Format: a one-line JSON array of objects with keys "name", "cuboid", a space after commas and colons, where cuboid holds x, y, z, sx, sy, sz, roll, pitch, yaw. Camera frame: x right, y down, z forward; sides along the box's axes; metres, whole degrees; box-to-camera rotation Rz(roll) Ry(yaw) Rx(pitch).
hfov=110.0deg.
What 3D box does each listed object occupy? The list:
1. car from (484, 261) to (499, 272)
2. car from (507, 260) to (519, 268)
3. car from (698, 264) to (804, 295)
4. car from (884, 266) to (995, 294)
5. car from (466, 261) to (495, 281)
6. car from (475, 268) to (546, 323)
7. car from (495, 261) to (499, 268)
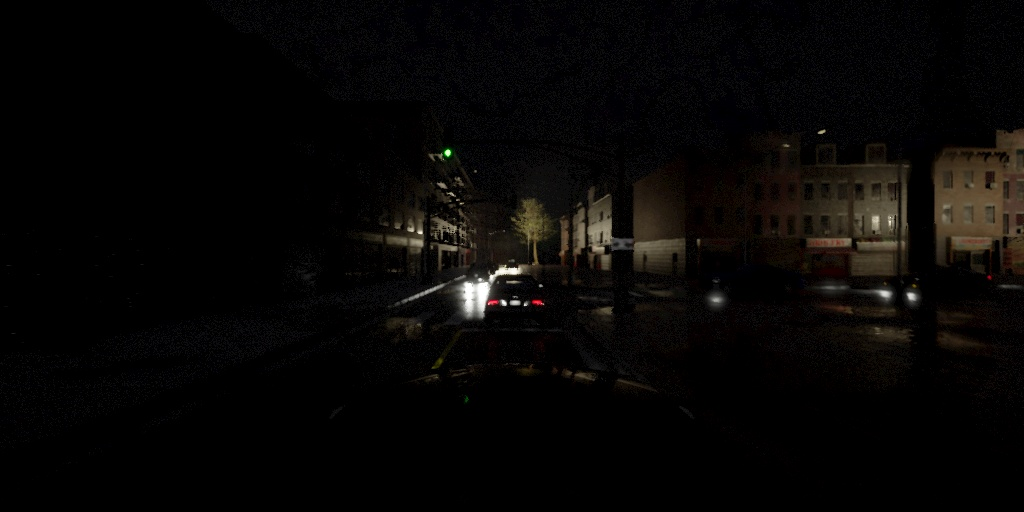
[{"name": "car", "cuboid": [-2.850, 1.440, 50.806, 1.994, 1.385, 4.181, 0, 0, -1]}, {"name": "car", "cuboid": [0.089, 1.474, 60.728, 1.994, 1.385, 4.181, 0, 0, 0]}, {"name": "car", "cuboid": [12.573, 1.184, 19.052, 5.008, 1.535, 1.882, 0, 0, 0]}, {"name": "car", "cuboid": [22.594, 1.217, 19.082, 4.181, 1.385, 1.994, 0, 0, 0]}, {"name": "car", "cuboid": [-2.847, 1.308, 30.976, 2.128, 1.511, 4.902, 0, 0, 0]}, {"name": "car", "cuboid": [0.091, 1.318, 12.203, 2.033, 1.411, 5.357, 0, 0, 0]}, {"name": "car", "cuboid": [-2.852, 1.408, 40.808, 1.994, 1.385, 4.181, 0, 0, 0]}]
